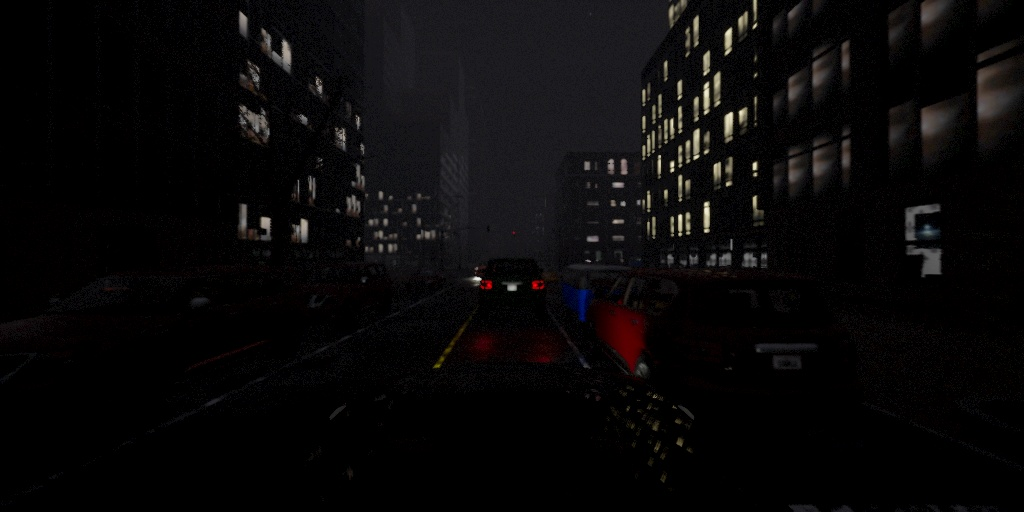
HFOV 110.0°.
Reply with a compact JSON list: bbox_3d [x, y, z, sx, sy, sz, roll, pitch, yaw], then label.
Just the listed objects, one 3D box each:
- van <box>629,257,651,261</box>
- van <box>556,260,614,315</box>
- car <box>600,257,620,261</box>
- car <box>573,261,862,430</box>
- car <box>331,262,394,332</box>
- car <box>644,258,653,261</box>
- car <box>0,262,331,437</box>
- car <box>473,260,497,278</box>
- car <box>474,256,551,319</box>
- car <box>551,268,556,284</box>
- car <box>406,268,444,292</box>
[{"bbox_3d":[20.967,1.097,58.395,3.998,1.789,1.690,0,0,-1],"label":"van"},{"bbox_3d":[2.563,1.140,11.280,1.690,1.789,3.998,0,0,0],"label":"van"},{"bbox_3d":[15.311,1.141,58.334,5.009,1.841,2.192,0,0,-1],"label":"car"},{"bbox_3d":[2.564,1.085,5.721,2.192,1.841,5.009,0,0,0],"label":"car"},{"bbox_3d":[-5.317,1.115,11.278,2.192,1.841,5.009,0,0,0],"label":"car"},{"bbox_3d":[21.076,1.275,50.515,4.507,1.381,1.888,0,0,-1],"label":"car"},{"bbox_3d":[-5.316,1.086,5.719,2.192,1.841,5.009,0,0,0],"label":"car"},{"bbox_3d":[-2.803,1.293,38.288,2.097,1.767,4.553,0,0,1],"label":"car"},{"bbox_3d":[0.030,1.033,13.277,2.150,2.045,5.566,0,0,1],"label":"car"},{"bbox_3d":[2.559,1.412,28.126,1.751,1.417,4.829,0,0,0],"label":"car"},{"bbox_3d":[-5.320,1.440,22.395,1.802,1.307,4.207,0,0,0],"label":"car"}]
